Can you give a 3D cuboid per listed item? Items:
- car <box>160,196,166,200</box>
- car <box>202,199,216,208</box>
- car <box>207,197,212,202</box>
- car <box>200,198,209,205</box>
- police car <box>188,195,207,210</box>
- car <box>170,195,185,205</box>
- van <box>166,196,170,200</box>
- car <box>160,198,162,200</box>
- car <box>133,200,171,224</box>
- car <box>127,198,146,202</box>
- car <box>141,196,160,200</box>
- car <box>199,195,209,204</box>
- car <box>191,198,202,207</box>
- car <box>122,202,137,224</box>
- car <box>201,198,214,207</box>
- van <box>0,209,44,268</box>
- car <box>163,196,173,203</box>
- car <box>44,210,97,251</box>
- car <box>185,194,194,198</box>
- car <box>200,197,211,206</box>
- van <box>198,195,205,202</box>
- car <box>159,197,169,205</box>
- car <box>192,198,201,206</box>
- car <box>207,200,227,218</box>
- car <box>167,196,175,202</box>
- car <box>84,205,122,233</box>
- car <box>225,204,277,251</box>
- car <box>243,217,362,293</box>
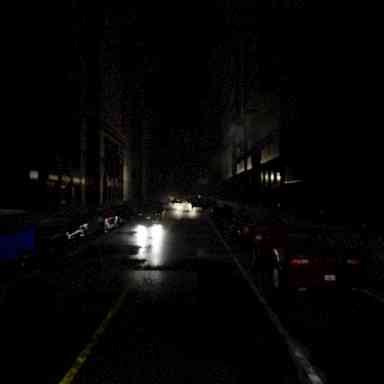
[{"bbox_3d":[-5.831,1.584,53.668,2.192,1.841,5.009,0,0,0],"label":"car"},{"bbox_3d":[2.693,1.835,53.691,1.947,1.339,4.313,0,0,0],"label":"car"},{"bbox_3d":[2.701,1.806,48.090,1.947,1.339,4.313,0,0,0],"label":"car"},{"bbox_3d":[2.671,1.943,70.497,1.802,1.307,4.206,0,0,0],"label":"car"},{"bbox_3d":[0.795,1.666,48.045,1.930,1.638,5.238,0,0,0],"label":"police car"},{"bbox_3d":[-3.092,1.889,67.023,2.033,1.411,5.357,0,0,0],"label":"car"},{"bbox_3d":[-5.846,1.670,64.871,1.690,1.788,3.998,0,0,0],"label":"van"},{"bbox_3d":[-5.824,1.822,48.065,1.802,1.307,4.206,0,0,0],"label":"car"},{"bbox_3d":[-3.134,1.623,26.415,2.128,1.511,4.902,0,0,0],"label":"car"},{"bbox_3d":[-5.801,1.595,31.261,1.967,1.590,4.097,0,0,0],"label":"car"},{"bbox_3d":[-5.816,1.527,42.465,2.192,1.841,5.009,0,0,0],"label":"car"},{"bbox_3d":[2.664,1.707,76.100,2.192,1.841,5.009,0,0,0],"label":"car"},{"bbox_3d":[0.764,1.797,57.938,1.837,1.490,4.892,0,0,0],"label":"car"},{"bbox_3d":[-5.794,1.693,25.659,1.947,1.339,4.313,0,0,0],"label":"car"},{"bbox_3d":[2.686,1.850,59.293,2.008,1.369,4.403,0,0,0],"label":"car"},{"bbox_3d":[-5.771,1.385,8.855,1.690,1.788,3.998,0,0,0],"label":"van"},{"bbox_3d":[-5.869,1.864,81.676,1.967,1.590,4.097,0,0,0],"label":"car"},{"bbox_3d":[-5.779,1.654,14.455,1.802,1.307,4.206,0,0,0],"label":"car"},{"bbox_3d":[-0.110,1.803,82.718,1.837,1.490,4.892,0,0,0],"label":"car"},{"bbox_3d":[2.679,1.770,64.896,1.967,1.590,4.097,0,0,0],"label":"car"},{"bbox_3d":[2.641,1.829,92.906,1.690,1.788,3.998,0,0,0],"label":"van"},{"bbox_3d":[-5.854,1.885,70.301,1.752,1.417,4.829,0,0,0],"label":"car"},{"bbox_3d":[0.815,1.850,63.938,1.812,1.442,4.674,0,0,0],"label":"car"},{"bbox_3d":[2.724,1.700,31.283,1.887,1.381,4.507,0,0,0],"label":"car"},{"bbox_3d":[-5.884,1.927,92.879,1.967,1.590,4.097,0,0,0],"label":"car"},{"bbox_3d":[-5.786,1.540,20.058,1.967,1.590,4.097,0,0,0],"label":"car"},{"bbox_3d":[2.747,1.512,14.477,1.967,1.590,4.097,0,0,0],"label":"car"},{"bbox_3d":[2.754,1.589,8.875,1.887,1.381,4.507,0,0,0],"label":"car"}]
